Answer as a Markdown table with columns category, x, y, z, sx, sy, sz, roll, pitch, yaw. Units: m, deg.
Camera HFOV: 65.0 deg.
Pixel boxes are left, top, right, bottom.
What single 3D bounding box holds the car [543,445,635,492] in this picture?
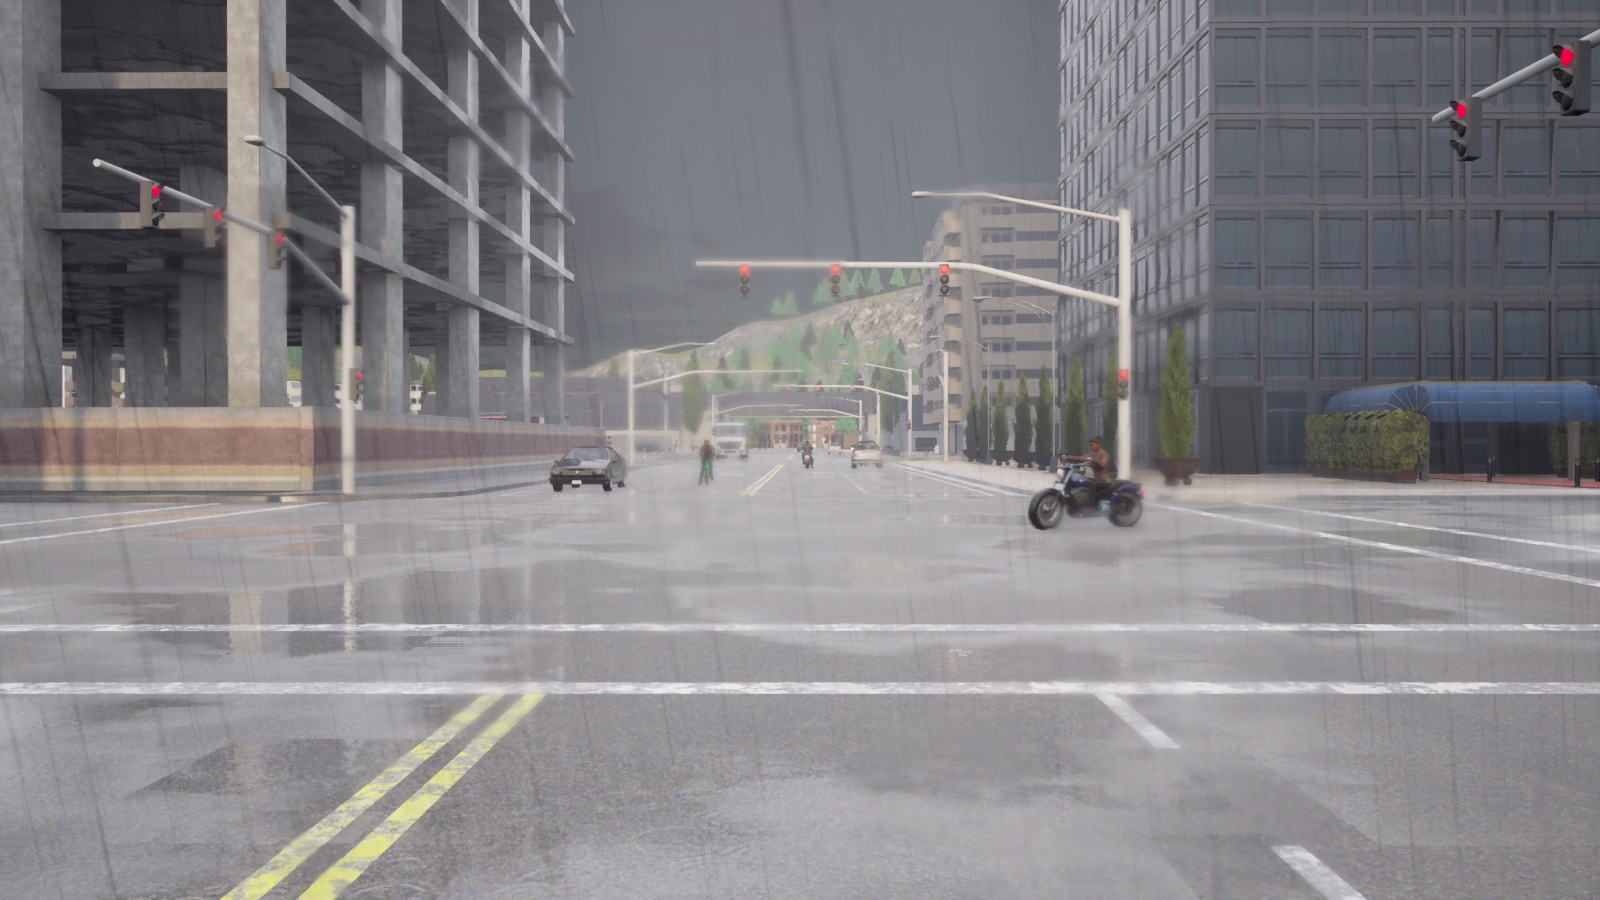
| category | x | y | z | sx | sy | sz | roll | pitch | yaw |
| --- | --- | --- | --- | --- | --- | --- | --- | --- | --- |
| car | -6.757 | 0.558 | 40.770 | 2.033 | 1.411 | 5.357 | 0 | 0 | 0 |

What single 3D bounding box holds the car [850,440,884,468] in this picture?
| category | x | y | z | sx | sy | sz | roll | pitch | yaw |
| --- | --- | --- | --- | --- | --- | --- | --- | --- | --- |
| car | 3.927 | 0.229 | 74.133 | 1.851 | 1.617 | 3.988 | 0 | 0 | 1 |

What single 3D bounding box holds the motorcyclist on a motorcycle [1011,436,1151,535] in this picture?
| category | x | y | z | sx | sy | sz | roll | pitch | yaw |
| --- | --- | --- | --- | --- | --- | --- | --- | --- | --- |
| motorcyclist on a motorcycle | 4.863 | 0.578 | 21.712 | 2.350 | 1.649 | 0.766 | 0 | 1 | -23 |
